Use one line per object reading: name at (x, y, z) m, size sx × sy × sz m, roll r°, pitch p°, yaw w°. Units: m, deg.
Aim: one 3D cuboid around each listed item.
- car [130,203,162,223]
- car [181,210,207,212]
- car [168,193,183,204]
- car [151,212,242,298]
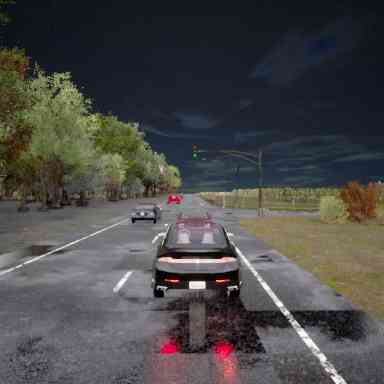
car at (-3.398, 1.553, 25.272) m, size 2.033 × 1.411 × 5.357 m, roll 0°, pitch 0°, yaw 0°
car at (0.104, 1.605, 17.779) m, size 1.895 × 1.301 × 4.718 m, roll 0°, pitch 0°, yaw 0°
car at (-3.389, 1.225, 64.220) m, size 2.150 × 2.045 × 5.566 m, roll 0°, pitch 0°, yaw 0°
car at (0.101, 1.494, 8.518) m, size 2.128 × 1.511 × 4.902 m, roll 0°, pitch 0°, yaw 0°
